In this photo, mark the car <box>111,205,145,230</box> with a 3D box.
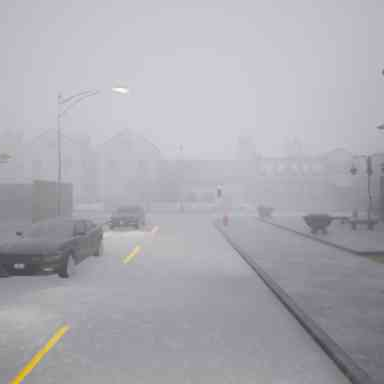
[{"bbox_3d":[-4.348,1.685,22.865,1.837,1.490,4.892,0,0,0],"label":"car"}]

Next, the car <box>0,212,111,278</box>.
[{"bbox_3d":[-4.227,1.562,10.597,1.882,1.535,5.008,0,-1,-1],"label":"car"}]

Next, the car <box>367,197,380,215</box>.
[{"bbox_3d":[21.698,1.498,35.486,5.566,2.045,2.150,0,0,-1],"label":"car"}]
